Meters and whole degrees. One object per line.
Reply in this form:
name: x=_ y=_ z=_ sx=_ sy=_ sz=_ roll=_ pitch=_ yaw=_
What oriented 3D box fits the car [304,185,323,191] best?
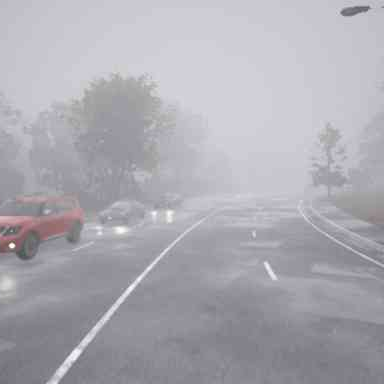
car: x=26.070 y=-1.039 z=72.446 sx=2.128 sy=1.511 sz=4.902 roll=-1 pitch=2 yaw=40

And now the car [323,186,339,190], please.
car: x=30.540 y=-1.134 z=72.367 sx=1.895 sy=1.301 sz=4.718 roll=-1 pitch=2 yaw=42

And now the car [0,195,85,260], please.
car: x=-6.174 y=1.188 z=12.893 sx=2.150 sy=2.045 sz=5.566 roll=0 pitch=1 yaw=7

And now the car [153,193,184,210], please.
car: x=-2.230 y=0.883 z=32.795 sx=1.837 sy=1.490 sz=4.892 roll=0 pitch=2 yaw=16

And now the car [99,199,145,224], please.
car: x=-4.613 y=1.266 z=22.799 sx=1.812 sy=1.442 sz=4.674 roll=0 pitch=2 yaw=11

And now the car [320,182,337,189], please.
car: x=32.888 y=-1.507 z=80.156 sx=2.128 sy=1.511 sz=4.902 roll=-1 pitch=2 yaw=45
